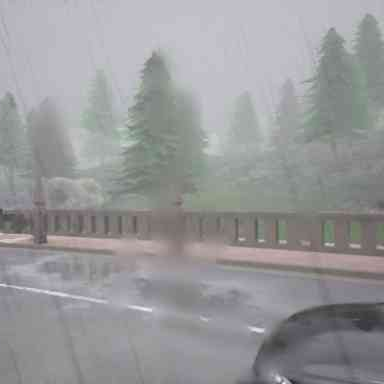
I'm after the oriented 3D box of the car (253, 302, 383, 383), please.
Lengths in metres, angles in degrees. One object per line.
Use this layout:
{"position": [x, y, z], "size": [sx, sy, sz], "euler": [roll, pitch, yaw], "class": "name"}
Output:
{"position": [2.816, 1.404, 2.105], "size": [4.902, 1.511, 2.128], "euler": [-1, 1, 30], "class": "car"}
